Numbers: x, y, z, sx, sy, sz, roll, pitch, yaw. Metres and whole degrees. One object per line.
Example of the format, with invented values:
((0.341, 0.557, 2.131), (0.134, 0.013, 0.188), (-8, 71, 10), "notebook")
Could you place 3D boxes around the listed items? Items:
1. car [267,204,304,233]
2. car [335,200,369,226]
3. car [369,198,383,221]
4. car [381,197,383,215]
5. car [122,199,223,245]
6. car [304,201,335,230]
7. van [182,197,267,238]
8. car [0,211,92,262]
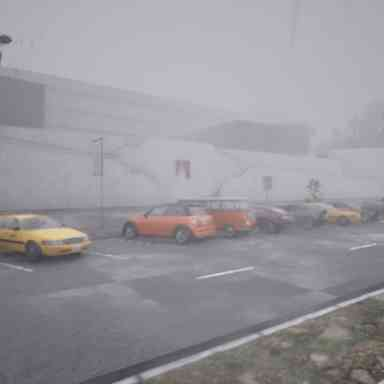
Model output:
((3.664, 1.502, 19.219), (4.674, 1.452, 2.002), (-1, 0, 35), "car")
((8.681, 1.414, 22.589), (5.366, 1.575, 1.946), (-1, -1, 35), "car")
((10.981, 1.421, 24.405), (4.792, 1.488, 2.163), (-1, -1, 35), "car")
((15.819, 1.360, 27.881), (4.674, 1.452, 2.002), (-1, 0, 35), "car")
((-1.177, 1.360, 15.743), (4.553, 1.767, 2.185), (-1, 0, 34), "car")
((6.066, 1.475, 20.970), (4.792, 1.488, 2.163), (-1, 0, 35), "car")
((1.333, 1.250, 17.436), (4.442, 1.987, 1.878), (-1, -1, 35), "van")
((-5.906, 1.488, 12.195), (5.366, 1.575, 1.946), (-1, -1, 35), "car")
